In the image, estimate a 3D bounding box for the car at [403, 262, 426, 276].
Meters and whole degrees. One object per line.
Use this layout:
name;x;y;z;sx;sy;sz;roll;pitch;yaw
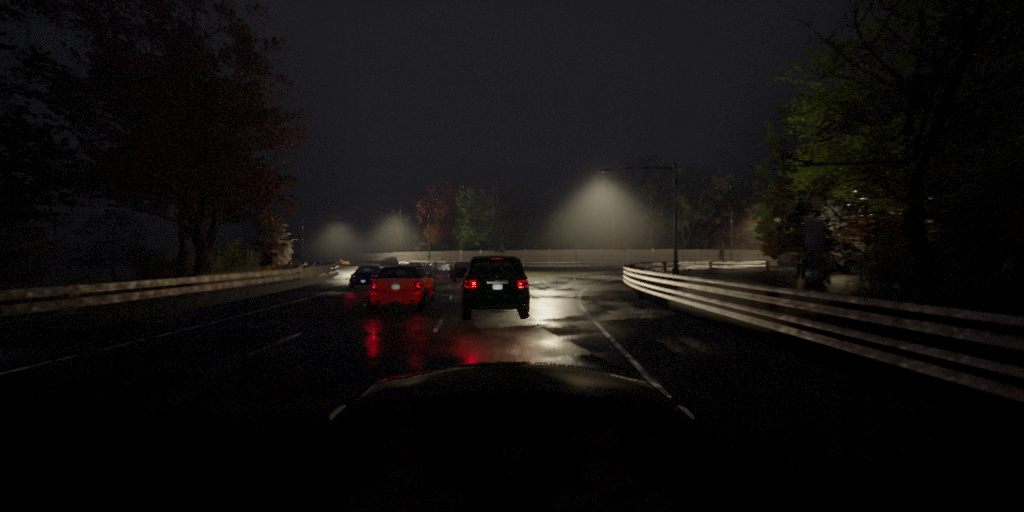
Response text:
car;-11.575;1.464;42.357;2.033;1.411;5.357;0;0;-21

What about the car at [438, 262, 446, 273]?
car;-9.077;1.443;45.357;1.812;1.442;4.674;0;0;-22

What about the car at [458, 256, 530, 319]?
car;-0.702;1.011;13.193;2.150;2.045;5.566;0;0;-6

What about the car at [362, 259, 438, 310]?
car;-4.498;1.160;15.190;2.097;1.767;4.553;0;0;-7

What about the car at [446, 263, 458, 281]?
car;-4.331;1.335;31.244;1.882;1.535;5.008;0;0;-15

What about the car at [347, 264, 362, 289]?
car;-9.667;1.380;24.303;1.812;1.442;4.674;0;0;-13
